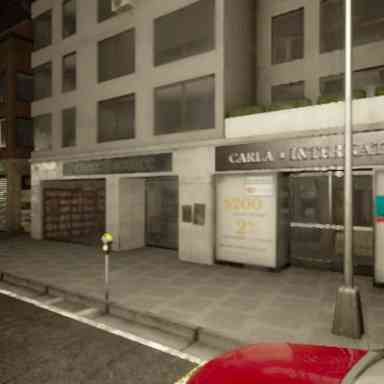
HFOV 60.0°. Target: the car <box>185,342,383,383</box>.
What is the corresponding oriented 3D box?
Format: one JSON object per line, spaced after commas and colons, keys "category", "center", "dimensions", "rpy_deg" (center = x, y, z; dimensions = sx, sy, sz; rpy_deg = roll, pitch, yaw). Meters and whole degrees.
{"category": "car", "center": [1.792, 1.582, 1.800], "dimensions": [4.206, 1.307, 1.802], "rpy_deg": [0, 0, 36]}
